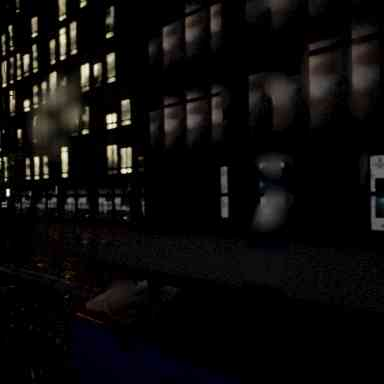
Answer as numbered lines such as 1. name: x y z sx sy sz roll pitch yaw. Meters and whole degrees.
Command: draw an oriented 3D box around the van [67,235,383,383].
1. van: 0.698 1.319 2.525 3.998 1.788 1.690 -1 0 38
